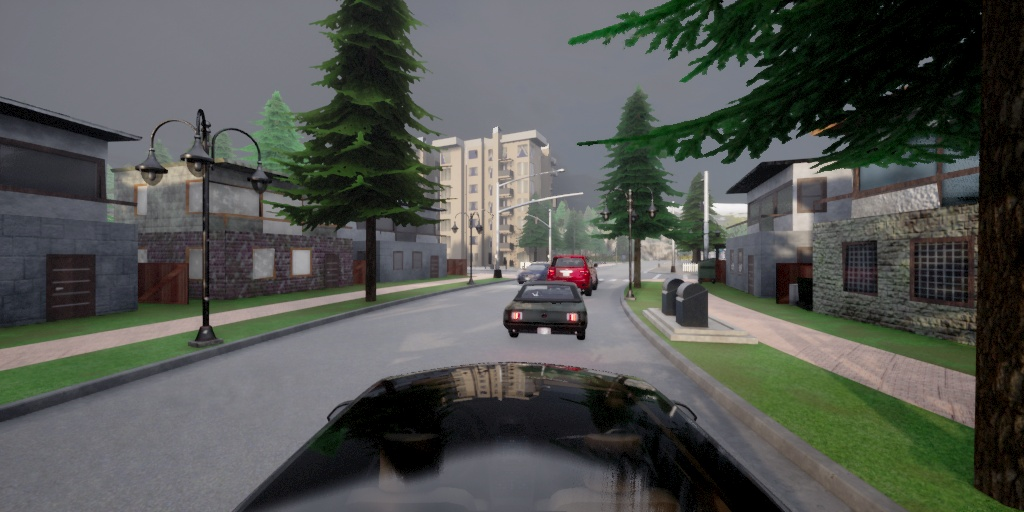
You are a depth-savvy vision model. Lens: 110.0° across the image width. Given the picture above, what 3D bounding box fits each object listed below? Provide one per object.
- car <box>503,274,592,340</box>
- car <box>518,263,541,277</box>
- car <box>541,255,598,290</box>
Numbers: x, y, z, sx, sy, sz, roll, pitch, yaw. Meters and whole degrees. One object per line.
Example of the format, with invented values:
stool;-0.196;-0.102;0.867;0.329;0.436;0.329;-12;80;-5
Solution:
car;1.076;1.351;10.025;1.895;1.301;4.718;0;0;9
car;1.935;1.275;26.138;1.812;1.442;4.674;0;0;23
car;3.379;0.971;19.519;2.150;2.045;5.566;0;0;18
